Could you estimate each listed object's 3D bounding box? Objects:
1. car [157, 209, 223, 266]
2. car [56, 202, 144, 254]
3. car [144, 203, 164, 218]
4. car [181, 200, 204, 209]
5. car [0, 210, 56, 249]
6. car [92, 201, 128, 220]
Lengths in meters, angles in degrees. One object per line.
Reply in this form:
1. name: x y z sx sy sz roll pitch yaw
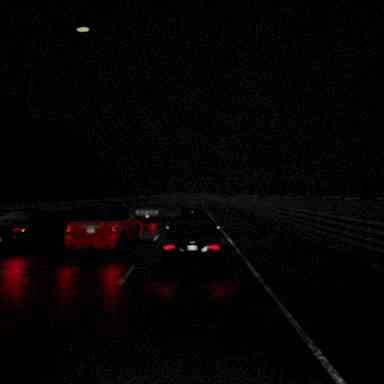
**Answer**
1. car: 0.025 1.540 11.417 2.033 1.411 5.357 0 0 1
2. car: -3.450 1.343 13.527 2.097 1.767 4.553 0 0 1
3. car: -3.452 1.591 27.984 1.895 1.301 4.718 0 0 1
4. car: 0.061 1.468 29.750 1.882 1.535 5.008 0 0 0
5. car: -6.942 1.512 14.276 1.812 1.442 4.674 0 1 0
6. car: -6.945 1.555 28.666 1.994 1.385 4.181 0 0 1
